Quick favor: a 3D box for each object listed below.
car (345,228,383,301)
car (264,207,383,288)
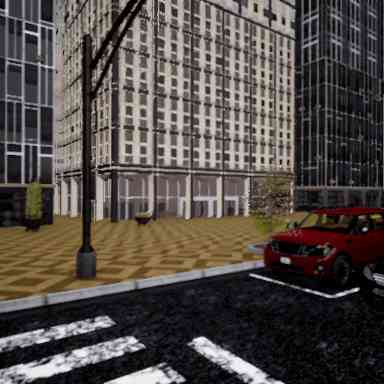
[{"bbox_3d":[5.608,1.602,7.365,4.674,1.442,1.812,1,0,-35],"label":"car"},{"bbox_3d":[4.355,1.394,9.675,5.009,1.841,2.192,1,-1,-35],"label":"car"}]
